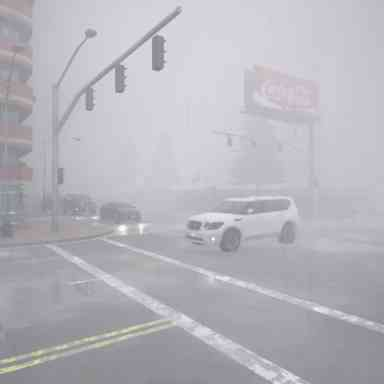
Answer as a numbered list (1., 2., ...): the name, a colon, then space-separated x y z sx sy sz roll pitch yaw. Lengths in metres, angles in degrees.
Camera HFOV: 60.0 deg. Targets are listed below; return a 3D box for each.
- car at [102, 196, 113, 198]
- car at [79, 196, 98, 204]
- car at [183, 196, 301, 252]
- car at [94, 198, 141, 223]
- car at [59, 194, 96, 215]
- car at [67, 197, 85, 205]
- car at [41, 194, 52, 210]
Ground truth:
1. car: -14.483 1.505 56.418 1.837 1.490 4.892 0 0 -36
2. car: -19.973 1.478 64.047 1.882 1.535 5.008 0 0 -36
3. car: 2.287 1.215 14.206 5.566 2.045 2.150 -1 1 -35
4. car: -5.649 1.505 25.824 1.837 1.490 4.892 0 0 -36
5. car: -11.645 1.221 34.161 2.150 2.045 5.566 0 0 -36
6. car: -20.554 1.564 58.864 1.994 1.385 4.181 0 0 -36
7. car: -17.801 1.221 42.734 2.150 2.045 5.566 0 0 -35
